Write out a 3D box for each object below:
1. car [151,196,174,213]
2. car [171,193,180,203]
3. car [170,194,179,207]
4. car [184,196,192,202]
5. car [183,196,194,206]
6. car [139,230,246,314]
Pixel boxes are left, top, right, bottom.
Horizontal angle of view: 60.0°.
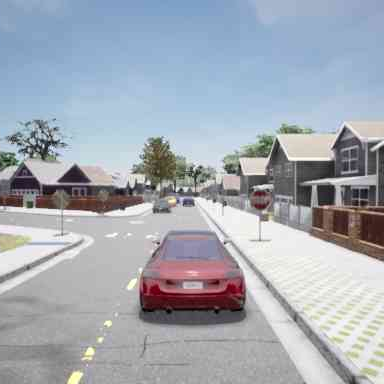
[{"bbox_3d":[-3.273,1.511,36.382,1.837,1.490,4.892,0,0,-1],"label":"car"},{"bbox_3d":[-3.569,1.295,67.361,2.150,2.045,5.566,0,0,0],"label":"car"},{"bbox_3d":[-3.446,1.511,51.419,1.882,1.535,5.008,0,0,0],"label":"car"},{"bbox_3d":[-0.953,1.713,79.180,1.895,1.301,4.718,0,0,-1],"label":"car"},{"bbox_3d":[-0.590,1.525,57.655,1.882,1.535,5.008,0,0,-1],"label":"car"},{"bbox_3d":[-0.003,1.561,7.686,1.994,1.385,4.181,0,0,-1],"label":"car"}]
